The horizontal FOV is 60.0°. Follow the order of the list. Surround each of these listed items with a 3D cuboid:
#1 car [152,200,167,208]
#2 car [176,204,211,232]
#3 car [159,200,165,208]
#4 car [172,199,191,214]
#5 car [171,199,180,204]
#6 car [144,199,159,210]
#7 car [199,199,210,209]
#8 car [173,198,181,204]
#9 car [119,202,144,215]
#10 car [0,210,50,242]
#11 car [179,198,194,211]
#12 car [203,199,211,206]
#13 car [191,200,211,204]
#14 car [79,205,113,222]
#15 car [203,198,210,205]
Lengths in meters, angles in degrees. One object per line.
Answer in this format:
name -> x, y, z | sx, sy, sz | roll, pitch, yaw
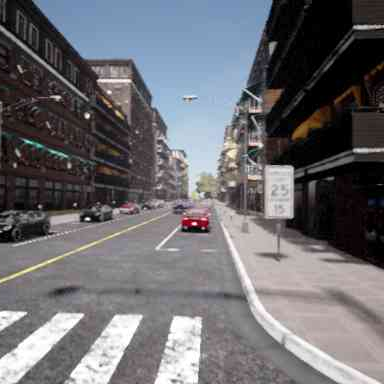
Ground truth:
car -> -6.014, 2.161, 61.630 | 2.008, 1.369, 4.403 | 2, -1, 3
car -> 0.266, 1.741, 21.562 | 1.887, 1.381, 4.507 | 2, -1, 3
car -> -6.319, 1.975, 55.980 | 1.967, 1.590, 4.097 | 2, -1, 3
car -> -1.373, 1.915, 41.600 | 2.128, 1.511, 4.902 | 1, -1, 3
car -> -4.472, 2.533, 89.895 | 1.887, 1.381, 4.507 | 2, -1, 3
car -> -6.631, 2.026, 50.325 | 1.947, 1.339, 4.313 | 2, -1, 3
car -> 2.354, 2.158, 61.133 | 1.967, 1.590, 4.097 | 2, -1, 3
car -> -4.172, 2.587, 95.378 | 1.752, 1.417, 4.829 | 2, -1, 3
car -> -7.249, 1.893, 39.019 | 1.802, 1.307, 4.206 | 2, -1, 3
car -> -8.611, 1.578, 16.416 | 1.947, 1.339, 4.313 | 2, -1, 3
car -> -0.840, 1.913, 52.174 | 2.097, 1.767, 4.553 | 1, -1, 3
car -> 3.398, 2.361, 74.836 | 1.801, 1.575, 5.366 | 1, -1, 3
car -> 1.118, 1.964, 38.522 | 1.887, 1.381, 4.507 | 2, -1, 3
car -> -7.866, 1.728, 27.718 | 1.947, 1.339, 4.313 | 2, -1, 3
car -> 3.896, 2.537, 89.398 | 1.967, 1.590, 4.097 | 2, -1, 3
